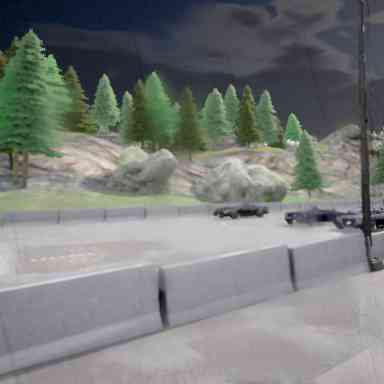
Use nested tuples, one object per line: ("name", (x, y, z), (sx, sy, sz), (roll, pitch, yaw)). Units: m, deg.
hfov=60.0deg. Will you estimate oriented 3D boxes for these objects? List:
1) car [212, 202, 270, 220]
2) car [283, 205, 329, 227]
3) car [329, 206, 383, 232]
("car", (4.293, 1.533, 28.416), (5.357, 1.411, 2.033), (0, 0, -35))
("car", (8.432, 1.587, 22.768), (4.718, 1.301, 1.895), (0, 0, -35))
("car", (10.453, 1.559, 19.911), (4.181, 1.385, 1.994), (0, 0, -35))
